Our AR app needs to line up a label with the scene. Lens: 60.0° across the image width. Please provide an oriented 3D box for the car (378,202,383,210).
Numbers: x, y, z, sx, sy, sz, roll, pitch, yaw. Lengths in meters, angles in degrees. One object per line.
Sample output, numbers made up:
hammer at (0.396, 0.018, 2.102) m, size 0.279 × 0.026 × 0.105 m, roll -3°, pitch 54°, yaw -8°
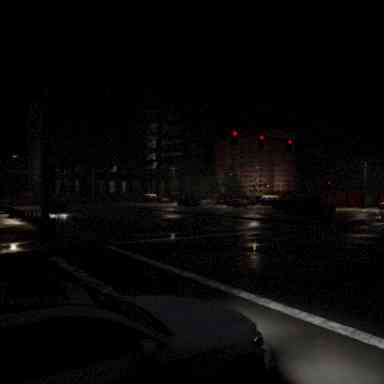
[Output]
car at (31.687, 1.914, 52.513) m, size 1.905 × 1.878 × 3.866 m, roll 1°, pitch -1°, yaw -35°

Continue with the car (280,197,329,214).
car at (13.285, 1.612, 39.537) m, size 1.932 × 1.855 × 4.605 m, roll 1°, pitch -1°, yaw -35°

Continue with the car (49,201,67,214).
car at (-15.964, 1.692, 38.294) m, size 2.033 × 1.411 × 5.357 m, roll 1°, pitch 0°, yaw -35°

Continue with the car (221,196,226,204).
car at (6.175, 2.028, 74.321) m, size 1.784 × 1.438 × 3.905 m, roll 1°, pitch -1°, yaw -35°

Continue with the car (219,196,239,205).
car at (8.340, 1.854, 75.912) m, size 1.932 × 1.855 × 4.605 m, roll 1°, pitch -1°, yaw -35°

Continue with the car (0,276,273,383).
car at (-1.307, 1.535, 2.939) m, size 4.674 × 1.442 × 1.812 m, roll 1°, pitch -1°, yaw -37°

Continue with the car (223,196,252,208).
car at (7.811, 1.937, 56.989) m, size 1.970 × 1.475 × 3.806 m, roll 1°, pitch -1°, yaw -35°

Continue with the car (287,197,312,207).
car at (21.562, 1.920, 66.811) m, size 1.932 × 1.855 × 4.605 m, roll 1°, pitch -1°, yaw -35°

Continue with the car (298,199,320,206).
car at (23.963, 2.169, 68.428) m, size 1.784 × 1.438 × 3.905 m, roll 1°, pitch -1°, yaw -35°

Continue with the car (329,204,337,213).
car at (15.681, 1.653, 41.162) m, size 1.905 × 1.878 × 3.866 m, roll 1°, pitch -1°, yaw -35°

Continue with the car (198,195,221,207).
car at (3.810, 2.022, 72.651) m, size 1.970 × 1.475 × 3.806 m, roll 1°, pitch -1°, yaw -35°
